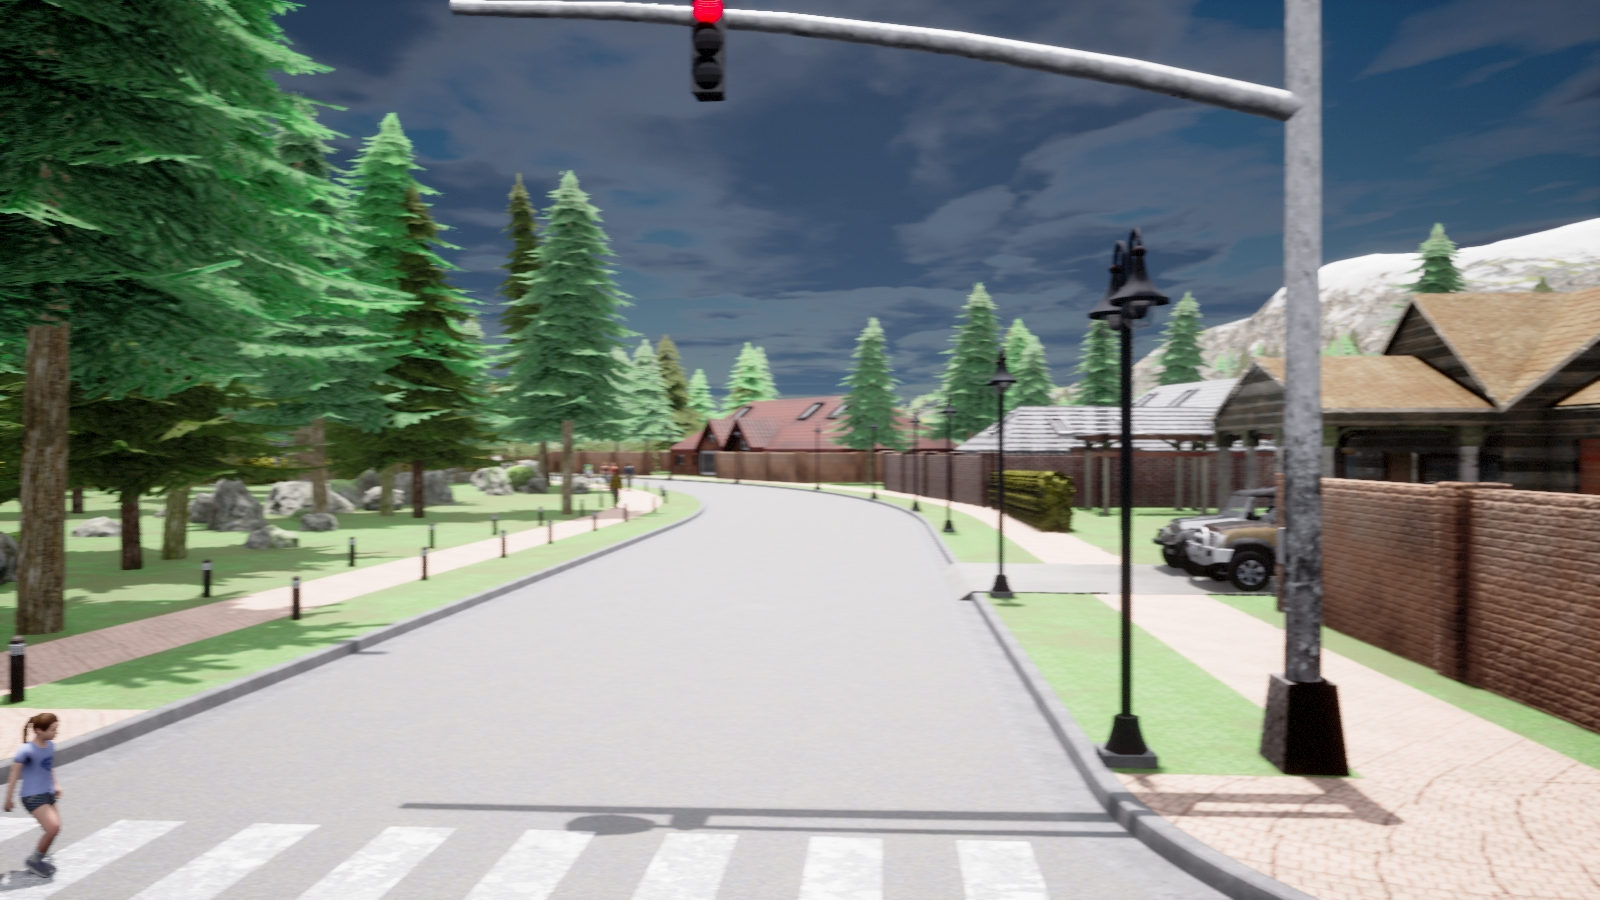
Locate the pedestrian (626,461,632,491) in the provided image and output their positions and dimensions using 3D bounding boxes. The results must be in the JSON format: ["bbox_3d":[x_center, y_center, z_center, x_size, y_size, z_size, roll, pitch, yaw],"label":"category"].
[{"bbox_3d":[-10.800,1.631,72.115,0.375,1.860,0.375,0,0,-10],"label":"pedestrian"}]

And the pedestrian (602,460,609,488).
[{"bbox_3d":[-13.108,1.629,76.902,0.375,1.860,0.375,0,0,-19],"label":"pedestrian"}]

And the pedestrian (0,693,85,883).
[{"bbox_3d":[-5.093,2.199,7.495,0.500,1.100,0.500,0,0,-3],"label":"pedestrian"}]

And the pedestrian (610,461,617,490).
[{"bbox_3d":[-12.009,1.630,73.541,0.375,1.860,0.375,0,0,-14],"label":"pedestrian"}]

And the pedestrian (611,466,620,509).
[{"bbox_3d":[-8.067,1.641,50.013,0.375,1.860,0.375,0,0,-3],"label":"pedestrian"}]
